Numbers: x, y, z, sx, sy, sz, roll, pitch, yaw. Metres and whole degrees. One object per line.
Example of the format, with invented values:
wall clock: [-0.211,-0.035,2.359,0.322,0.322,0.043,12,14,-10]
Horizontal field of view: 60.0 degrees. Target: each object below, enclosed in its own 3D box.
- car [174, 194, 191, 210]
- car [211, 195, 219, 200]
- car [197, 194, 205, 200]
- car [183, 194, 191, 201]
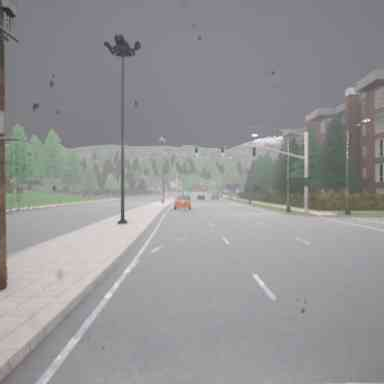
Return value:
car: [-1.182,1.258,41.700,2.097,1.767,4.553,0,0,-1]
car: [5.766,1.353,83.034,2.033,1.411,5.357,0,0,0]
car: [2.266,1.291,83.038,1.882,1.535,5.008,0,0,0]
car: [-1.234,1.338,82.703,1.812,1.442,4.674,0,0,0]
